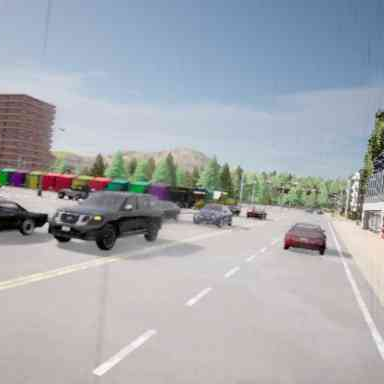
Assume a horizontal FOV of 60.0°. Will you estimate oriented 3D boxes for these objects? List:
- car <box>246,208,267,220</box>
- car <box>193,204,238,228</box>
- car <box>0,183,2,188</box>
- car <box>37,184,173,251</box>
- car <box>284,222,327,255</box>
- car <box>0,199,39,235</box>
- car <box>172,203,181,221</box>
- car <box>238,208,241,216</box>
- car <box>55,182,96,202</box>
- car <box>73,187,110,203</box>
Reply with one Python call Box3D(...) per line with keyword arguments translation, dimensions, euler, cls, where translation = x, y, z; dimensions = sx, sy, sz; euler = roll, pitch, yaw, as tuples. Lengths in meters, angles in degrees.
Box3D(translation=(8.234, 2.771, 42.270), dimensions=(1.895, 1.301, 4.718), euler=(6, 0, 22), cls="car")
Box3D(translation=(1.740, 1.709, 25.917), dimensions=(2.097, 1.767, 4.553), euler=(6, -1, 21), cls="car")
Box3D(translation=(-28.480, -1.344, 46.341), dimensions=(3.905, 1.438, 1.784), euler=(6, 0, 20), cls="car")
Box3D(translation=(-3.108, 0.979, 13.465), dimensions=(2.150, 2.045, 5.566), euler=(6, 0, 21), cls="car")
Box3D(translation=(6.107, 2.328, 17.753), dimensions=(1.994, 1.385, 4.181), euler=(6, 0, 22), cls="car")
Box3D(translation=(-7.509, 0.882, 11.800), dimensions=(1.895, 1.301, 4.718), euler=(6, 0, 21), cls="car")
Box3D(translation=(-2.394, 1.415, 24.955), dimensions=(1.837, 1.490, 4.892), euler=(6, 0, 21), cls="car")
Box3D(translation=(4.996, 2.436, 43.557), dimensions=(1.895, 1.301, 4.718), euler=(6, 0, 22), cls="car")
Box3D(translation=(-13.132, 0.015, 37.644), dimensions=(3.866, 1.878, 1.905), euler=(6, 0, 20), cls="car")
Box3D(translation=(-12.160, 0.377, 40.357), dimensions=(3.806, 1.475, 1.970), euler=(6, 0, 20), cls="car")
